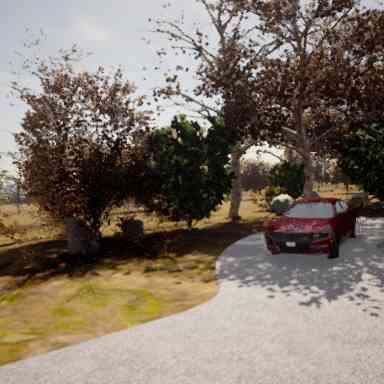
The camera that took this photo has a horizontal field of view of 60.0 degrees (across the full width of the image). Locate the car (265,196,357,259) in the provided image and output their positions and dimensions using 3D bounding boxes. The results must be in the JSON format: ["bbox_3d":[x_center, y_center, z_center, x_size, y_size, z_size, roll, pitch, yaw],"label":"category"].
[{"bbox_3d":[3.991,0.954,10.745,1.882,1.535,5.008,-3,2,35],"label":"car"}]
